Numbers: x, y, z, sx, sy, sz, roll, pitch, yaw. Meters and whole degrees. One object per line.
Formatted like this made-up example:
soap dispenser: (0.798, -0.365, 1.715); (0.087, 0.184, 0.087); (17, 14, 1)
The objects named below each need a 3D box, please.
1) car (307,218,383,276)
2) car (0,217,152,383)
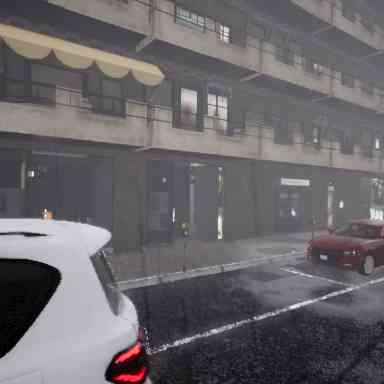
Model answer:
car: (5.443, 1.548, 10.405); (4.507, 1.381, 1.887); (0, 1, -35)
car: (-2.840, 1.221, 1.358); (5.566, 2.045, 2.150); (0, 0, -35)
